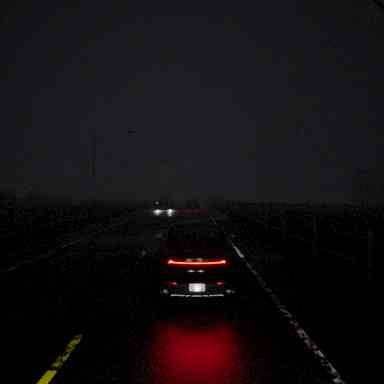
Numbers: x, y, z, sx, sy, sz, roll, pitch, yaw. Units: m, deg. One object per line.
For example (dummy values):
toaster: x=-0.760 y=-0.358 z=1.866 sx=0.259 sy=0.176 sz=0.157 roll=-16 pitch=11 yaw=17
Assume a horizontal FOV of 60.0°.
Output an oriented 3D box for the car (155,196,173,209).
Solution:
car: x=-3.600 y=1.344 z=43.877 sx=2.097 sy=1.767 sz=4.553 roll=0 pitch=0 yaw=0

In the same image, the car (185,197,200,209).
car: x=0.061 y=1.484 z=45.376 sx=2.128 sy=1.511 sz=4.902 roll=0 pitch=0 yaw=0

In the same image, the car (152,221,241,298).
car: x=0.093 y=1.503 z=8.510 sx=1.837 sy=1.490 sz=4.892 roll=0 pitch=0 yaw=0
